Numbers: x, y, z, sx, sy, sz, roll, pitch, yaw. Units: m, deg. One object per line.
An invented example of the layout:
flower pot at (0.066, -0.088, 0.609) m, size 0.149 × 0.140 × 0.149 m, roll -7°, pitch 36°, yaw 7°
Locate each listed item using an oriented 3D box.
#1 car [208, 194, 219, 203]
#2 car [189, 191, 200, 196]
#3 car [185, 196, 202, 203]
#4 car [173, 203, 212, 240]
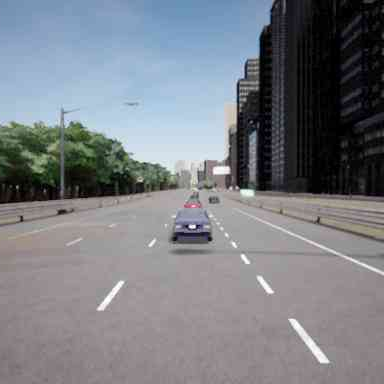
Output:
car at (4.001, 1.239, 62.125) m, size 1.837 × 1.490 × 4.892 m, roll 0°, pitch 1°, yaw 1°
car at (0.531, 1.082, 71.257) m, size 1.837 × 1.490 × 4.892 m, roll 0°, pitch 1°, yaw 1°
car at (0.139, 1.457, 36.730) m, size 1.994 × 1.385 × 4.181 m, roll 0°, pitch 0°, yaw 0°
car at (0.027, 1.515, 16.713) m, size 2.033 × 1.411 × 5.357 m, roll 0°, pitch 0°, yaw 0°
